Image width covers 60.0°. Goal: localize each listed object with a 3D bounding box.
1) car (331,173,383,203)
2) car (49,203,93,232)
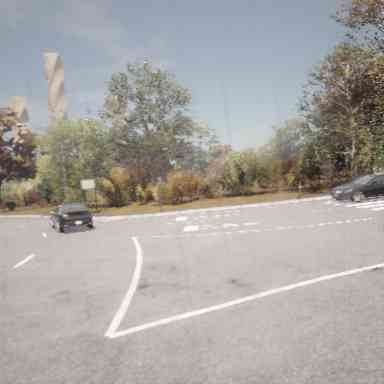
[{"bbox_3d":[10.386,-0.314,19.122,4.674,1.442,1.812,-6,3,-9],"label":"car"},{"bbox_3d":[-7.261,1.424,19.877,1.837,1.490,4.892,-5,1,-29],"label":"car"}]
